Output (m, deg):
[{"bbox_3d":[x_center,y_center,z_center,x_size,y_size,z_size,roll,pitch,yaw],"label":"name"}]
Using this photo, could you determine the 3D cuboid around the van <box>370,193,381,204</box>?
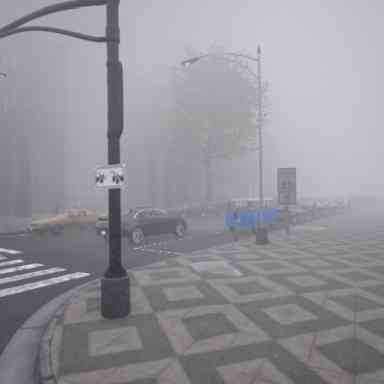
[{"bbox_3d":[28.705,1.102,53.523,1.690,1.788,3.998,-1,-1,36],"label":"van"}]

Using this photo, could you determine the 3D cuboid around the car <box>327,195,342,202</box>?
[{"bbox_3d":[30.006,1.431,69.913,2.008,1.369,4.403,-1,-1,36],"label":"car"}]

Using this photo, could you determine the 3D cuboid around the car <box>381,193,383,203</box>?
[{"bbox_3d":[31.969,1.274,58.053,1.752,1.417,4.829,-1,-1,36],"label":"car"}]

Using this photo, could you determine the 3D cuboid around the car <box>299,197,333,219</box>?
[{"bbox_3d":[9.730,1.385,27.163,1.887,1.381,4.507,-1,0,36],"label":"car"}]

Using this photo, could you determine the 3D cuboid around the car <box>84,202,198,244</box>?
[{"bbox_3d":[-2.156,1.428,15.387,2.128,1.511,4.902,-1,-1,36],"label":"car"}]

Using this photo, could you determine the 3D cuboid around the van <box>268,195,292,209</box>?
[{"bbox_3d":[11.873,1.291,44.734,1.690,1.788,3.998,-1,0,36],"label":"van"}]

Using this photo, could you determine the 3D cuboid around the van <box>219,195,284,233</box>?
[{"bbox_3d":[3.401,1.212,18.379,1.690,1.788,3.998,-1,0,36],"label":"van"}]

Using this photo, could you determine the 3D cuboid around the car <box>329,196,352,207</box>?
[{"bbox_3d":[21.820,1.375,48.686,2.033,1.411,5.357,-1,-1,36],"label":"car"}]

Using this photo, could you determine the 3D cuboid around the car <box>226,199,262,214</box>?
[{"bbox_3d":[5.696,1.527,36.148,2.008,1.369,4.403,-1,0,36],"label":"car"}]

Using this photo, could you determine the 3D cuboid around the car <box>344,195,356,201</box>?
[{"bbox_3d":[39.549,1.399,83.168,2.008,1.369,4.403,-1,-1,36],"label":"car"}]

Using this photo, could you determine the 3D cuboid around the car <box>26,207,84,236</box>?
[{"bbox_3d":[-6.772,1.563,18.843,1.752,1.417,4.829,-1,0,36],"label":"car"}]

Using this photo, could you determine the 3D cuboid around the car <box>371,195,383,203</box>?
[{"bbox_3d":[35.034,1.303,62.308,1.947,1.339,4.313,-1,-1,36],"label":"car"}]

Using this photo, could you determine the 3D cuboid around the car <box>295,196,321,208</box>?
[{"bbox_3d":[15.977,1.385,45.707,2.128,1.511,4.902,-1,-1,36],"label":"car"}]

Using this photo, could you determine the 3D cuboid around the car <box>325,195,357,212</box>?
[{"bbox_3d":[16.056,1.363,35.949,2.008,1.369,4.403,-1,0,36],"label":"car"}]

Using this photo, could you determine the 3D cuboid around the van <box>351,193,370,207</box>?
[{"bbox_3d":[22.379,1.127,44.737,1.690,1.788,3.998,-1,0,36],"label":"van"}]

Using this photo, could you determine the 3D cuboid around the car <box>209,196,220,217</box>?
[{"bbox_3d":[2.602,1.306,31.857,2.192,1.841,5.009,-1,0,36],"label":"car"}]

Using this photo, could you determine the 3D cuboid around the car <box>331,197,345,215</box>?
[{"bbox_3d":[12.893,1.408,31.557,1.802,1.307,4.206,-1,0,36],"label":"car"}]

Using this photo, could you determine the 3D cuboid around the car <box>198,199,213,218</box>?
[{"bbox_3d":[-0.485,1.550,27.563,1.887,1.381,4.507,-1,0,36],"label":"car"}]

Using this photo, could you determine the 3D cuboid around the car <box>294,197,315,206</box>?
[{"bbox_3d":[18.057,1.491,53.316,1.947,1.339,4.313,-1,0,36],"label":"car"}]

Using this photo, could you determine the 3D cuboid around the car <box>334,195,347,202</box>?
[{"bbox_3d":[33.187,1.414,74.331,1.887,1.381,4.507,-1,-1,36],"label":"car"}]

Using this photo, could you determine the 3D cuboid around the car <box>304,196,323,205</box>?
[{"bbox_3d":[21.048,1.438,57.471,1.752,1.417,4.829,-1,0,36],"label":"car"}]

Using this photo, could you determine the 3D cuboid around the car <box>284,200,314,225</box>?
[{"bbox_3d":[6.567,1.421,22.770,1.947,1.339,4.313,-1,0,36],"label":"car"}]

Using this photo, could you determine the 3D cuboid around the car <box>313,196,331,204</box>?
[{"bbox_3d":[24.238,1.452,61.901,2.008,1.369,4.403,-1,-1,36],"label":"car"}]
